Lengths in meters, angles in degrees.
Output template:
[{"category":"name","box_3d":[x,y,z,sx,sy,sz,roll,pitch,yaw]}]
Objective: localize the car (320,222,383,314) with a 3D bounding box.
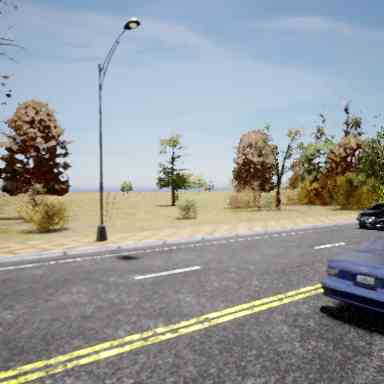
[{"category":"car","box_3d":[4.938,1.466,6.863,5.357,1.411,2.033,-1,0,-34]}]

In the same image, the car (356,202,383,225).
[{"category":"car","box_3d":[11.394,1.292,18.994,4.892,1.490,1.837,-1,0,-32]}]
